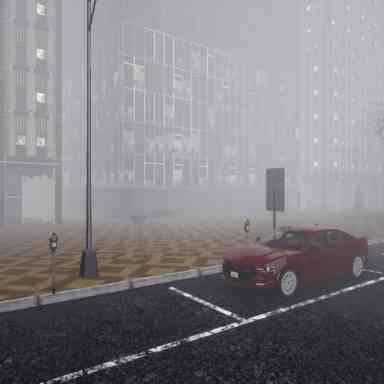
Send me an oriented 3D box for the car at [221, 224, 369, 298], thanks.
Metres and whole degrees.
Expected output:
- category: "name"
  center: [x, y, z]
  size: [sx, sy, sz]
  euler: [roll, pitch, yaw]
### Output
- category: "car"
  center: [2.748, 1.545, 8.527]
  size: [4.507, 1.381, 1.887]
  euler: [0, 0, -36]
